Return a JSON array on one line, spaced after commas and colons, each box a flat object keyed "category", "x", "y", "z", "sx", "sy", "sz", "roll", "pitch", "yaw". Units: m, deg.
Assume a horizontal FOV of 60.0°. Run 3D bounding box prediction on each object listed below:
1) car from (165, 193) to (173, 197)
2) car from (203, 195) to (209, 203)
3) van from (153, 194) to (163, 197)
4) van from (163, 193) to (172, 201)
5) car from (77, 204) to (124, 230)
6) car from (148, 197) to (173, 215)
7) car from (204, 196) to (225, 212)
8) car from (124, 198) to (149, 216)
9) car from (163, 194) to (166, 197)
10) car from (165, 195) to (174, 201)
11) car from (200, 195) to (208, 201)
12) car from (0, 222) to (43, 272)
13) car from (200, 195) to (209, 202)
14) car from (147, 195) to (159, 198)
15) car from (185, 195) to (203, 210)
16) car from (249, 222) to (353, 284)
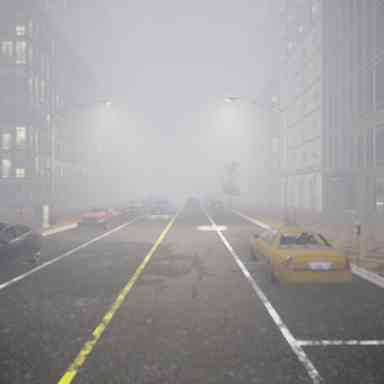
[{"category": "car", "x": -5.693, "y": 1.297, "z": 71.772, "sx": 1.967, "sy": 1.590, "sz": 4.097, "roll": 0, "pitch": 0, "yaw": 0}, {"category": "car", "x": 2.689, "y": 1.324, "z": 60.374, "sx": 1.967, "sy": 1.590, "sz": 4.097, "roll": 0, "pitch": 0, "yaw": 0}, {"category": "van", "x": -5.690, "y": 1.250, "z": 49.004, "sx": 1.690, "sy": 1.788, "sz": 3.998, "roll": 0, "pitch": 0, "yaw": 0}, {"category": "van", "x": -5.692, "y": 1.184, "z": 77.465, "sx": 1.690, "sy": 1.788, "sz": 3.998, "roll": 0, "pitch": 0, "yaw": 0}, {"category": "car", "x": -5.689, "y": 1.548, "z": 20.541, "sx": 1.802, "sy": 1.307, "sz": 4.206, "roll": 0, "pitch": 0, "yaw": 0}, {"category": "car", "x": -3.076, "y": 1.489, "z": 33.587, "sx": 2.033, "sy": 1.411, "sz": 5.357, "roll": 0, "pitch": 0, "yaw": 0}, {"category": "car", "x": 2.690, "y": 1.499, "z": 37.607, "sx": 1.947, "sy": 1.339, "sz": 4.313, "roll": 0, "pitch": 0, "yaw": 0}, {"category": "car", "x": -5.690, "y": 1.495, "z": 31.927, "sx": 2.008, "sy": 1.369, "sz": 4.403, "roll": 0, "pitch": 0, "yaw": 0}, {"category": "car", "x": -5.692, "y": 1.479, "z": 54.696, "sx": 1.802, "sy": 1.307, "sz": 4.206, "roll": 0, "pitch": 0, "yaw": 0}, {"category": "car", "x": -5.694, "y": 1.394, "z": 83.157, "sx": 1.947, "sy": 1.339, "sz": 4.313, "roll": 0, "pitch": 0, "yaw": 0}, {"category": "car", "x": 2.687, "y": 1.367, "z": 77.621, "sx": 1.752, "sy": 1.417, "sz": 4.829, "roll": 0, "pitch": 0, "yaw": 0}, {"category": "car", "x": -5.688, "y": 1.552, "z": 9.159, "sx": 1.947, "sy": 1.339, "sz": 4.313, "roll": 0, "pitch": 0, "yaw": 0}, {"category": "car", "x": 2.687, "y": 1.439, "z": 71.759, "sx": 1.802, "sy": 1.307, "sz": 4.206, "roll": 0, "pitch": 0, "yaw": 0}, {"category": "car", "x": -5.691, "y": 1.466, "z": 43.311, "sx": 1.887, "sy": 1.381, "sz": 4.507, "roll": 0, "pitch": 0, "yaw": 0}, {"category": "car", "x": 0.097, "y": 1.403, "z": 41.469, "sx": 1.882, "sy": 1.535, "sz": 5.008, "roll": 0, "pitch": 0, "yaw": 0}, {"category": "car", "x": 2.693, "y": 1.511, "z": 9.316, "sx": 1.752, "sy": 1.417, "sz": 4.829, "roll": 0, "pitch": 0, "yaw": 0}]
